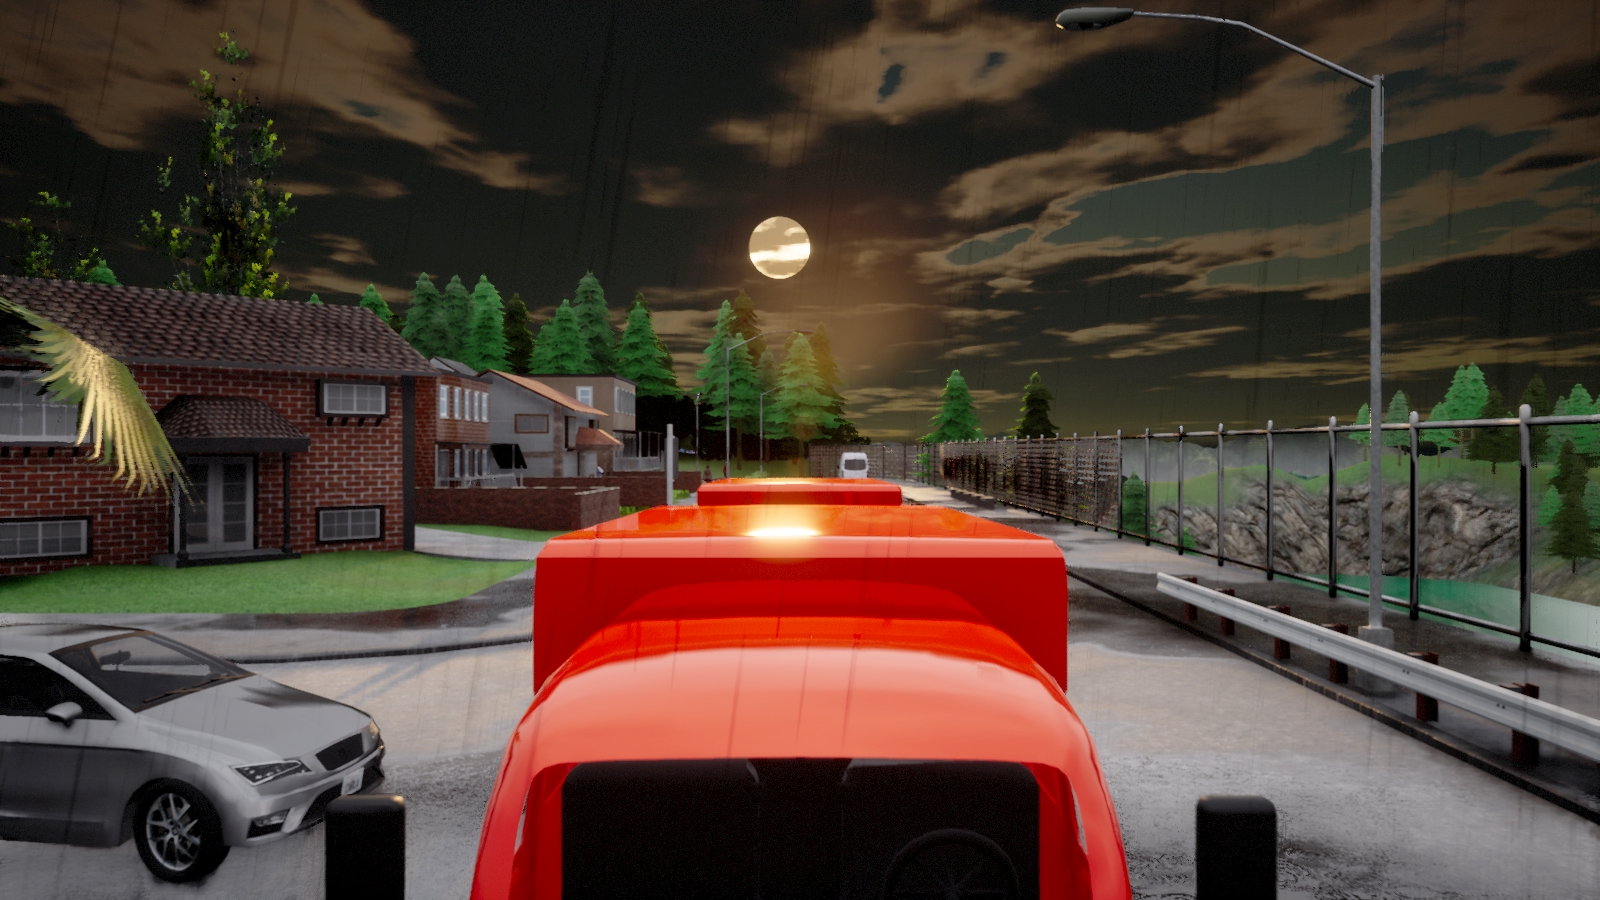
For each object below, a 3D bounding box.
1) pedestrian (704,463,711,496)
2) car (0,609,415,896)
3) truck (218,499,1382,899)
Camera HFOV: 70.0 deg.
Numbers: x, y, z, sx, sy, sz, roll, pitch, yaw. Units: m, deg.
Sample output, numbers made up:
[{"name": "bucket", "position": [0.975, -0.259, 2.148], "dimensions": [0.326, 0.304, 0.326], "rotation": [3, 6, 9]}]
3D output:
[{"name": "pedestrian", "position": [-5.337, 1.703, 66.177], "dimensions": [0.375, 1.860, 0.375], "rotation": [0, 0, 0]}, {"name": "car", "position": [-5.224, 2.059, 8.368], "dimensions": [4.193, 1.474, 1.816], "rotation": [0, 0, 8]}, {"name": "truck", "position": [-0.002, 1.564, 5.180], "dimensions": [2.627, 2.467, 5.204], "rotation": [0, 0, 0]}]
